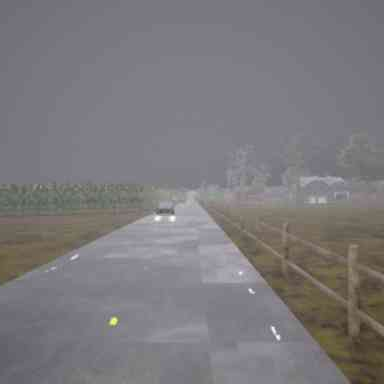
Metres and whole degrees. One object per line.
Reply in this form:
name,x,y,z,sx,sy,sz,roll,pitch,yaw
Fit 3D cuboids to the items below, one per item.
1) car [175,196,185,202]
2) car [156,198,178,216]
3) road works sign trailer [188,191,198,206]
car,-2.738,1.806,77.119,2.150,2.045,5.566,0,-1,0
car,-2.836,1.744,36.669,1.882,1.535,5.008,0,-1,0
road works sign trailer,0.125,1.404,77.519,2.380,3.560,2.880,0,-1,-5
